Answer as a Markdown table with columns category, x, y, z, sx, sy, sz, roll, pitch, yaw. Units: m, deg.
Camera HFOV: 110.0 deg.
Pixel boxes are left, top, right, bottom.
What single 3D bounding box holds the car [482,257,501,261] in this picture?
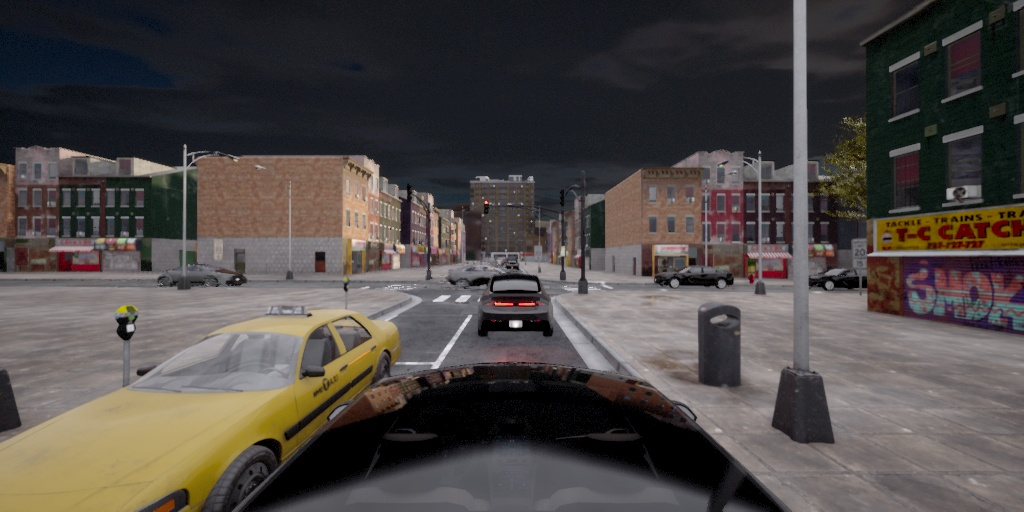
| category | x | y | z | sx | sy | sz | roll | pitch | yaw |
| --- | --- | --- | --- | --- | --- | --- | --- | --- | --- |
| car | -2.692 | 1.089 | 41.529 | 2.192 | 1.841 | 5.009 | 0 | 0 | 0 |

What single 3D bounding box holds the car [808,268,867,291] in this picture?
| category | x | y | z | sx | sy | sz | roll | pitch | yaw |
| --- | --- | --- | --- | --- | --- | --- | --- | --- | --- |
| car | 22.384 | 1.540 | 24.389 | 5.008 | 1.535 | 1.882 | 1 | 0 | -1 |

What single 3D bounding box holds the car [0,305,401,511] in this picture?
| category | x | y | z | sx | sy | sz | roll | pitch | yaw |
| --- | --- | --- | --- | --- | --- | --- | --- | --- | --- |
| car | -2.641 | 1.275 | 3.959 | 1.751 | 1.417 | 4.829 | 0 | 0 | 0 |

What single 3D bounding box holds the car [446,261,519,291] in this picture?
| category | x | y | z | sx | sy | sz | roll | pitch | yaw |
| --- | --- | --- | --- | --- | --- | --- | --- | --- | --- |
| car | -1.415 | 1.245 | 21.284 | 4.902 | 1.511 | 2.128 | 0 | 0 | 0 |

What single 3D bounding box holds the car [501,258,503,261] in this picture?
| category | x | y | z | sx | sy | sz | roll | pitch | yaw |
| --- | --- | --- | --- | --- | --- | --- | --- | --- | --- |
| car | -2.707 | 1.343 | 52.417 | 2.007 | 1.370 | 4.403 | 0 | 0 | 0 |

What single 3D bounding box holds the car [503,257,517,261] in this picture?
| category | x | y | z | sx | sy | sz | roll | pitch | yaw |
| --- | --- | --- | --- | --- | --- | --- | --- | --- | --- |
| car | 0.033 | 1.294 | 50.803 | 1.837 | 1.490 | 4.892 | 0 | 0 | 0 |

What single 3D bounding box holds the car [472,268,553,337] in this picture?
| category | x | y | z | sx | sy | sz | roll | pitch | yaw |
| --- | --- | --- | --- | --- | --- | --- | --- | --- | --- |
| car | 0.084 | 1.254 | 10.342 | 1.837 | 1.490 | 4.892 | 0 | 0 | 0 |

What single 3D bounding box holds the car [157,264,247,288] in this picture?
| category | x | y | z | sx | sy | sz | roll | pitch | yaw |
| --- | --- | --- | --- | --- | --- | --- | --- | --- | --- |
| car | -18.213 | 1.188 | 21.178 | 4.181 | 1.385 | 1.994 | 0 | 0 | 0 |

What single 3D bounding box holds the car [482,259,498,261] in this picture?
| category | x | y | z | sx | sy | sz | roll | pitch | yaw |
| --- | --- | --- | --- | --- | --- | --- | --- | --- | --- |
| car | -2.684 | 1.293 | 35.916 | 1.751 | 1.417 | 4.829 | 0 | 0 | 0 |

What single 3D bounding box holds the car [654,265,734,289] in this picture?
| category | x | y | z | sx | sy | sz | roll | pitch | yaw |
| --- | --- | --- | --- | --- | --- | --- | --- | --- | --- |
| car | 12.255 | 1.387 | 24.326 | 5.008 | 1.535 | 1.882 | 1 | 0 | 0 |
